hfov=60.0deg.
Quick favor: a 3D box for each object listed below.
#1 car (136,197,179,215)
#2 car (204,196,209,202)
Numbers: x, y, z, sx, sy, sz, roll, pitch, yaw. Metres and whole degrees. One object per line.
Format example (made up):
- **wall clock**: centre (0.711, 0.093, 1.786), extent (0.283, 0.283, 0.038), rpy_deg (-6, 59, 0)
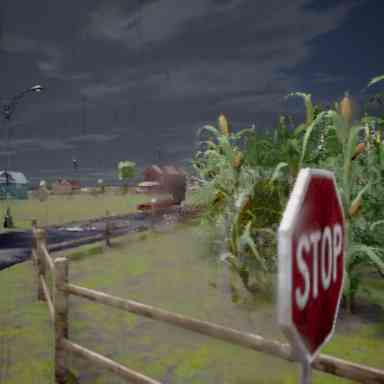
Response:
- **car**: centre (-2.824, 1.152, 28.568), extent (1.895, 1.301, 4.718), rpy_deg (0, 1, 23)
- **car**: centre (2.830, 0.730, 42.126), extent (1.812, 1.442, 4.674), rpy_deg (0, 1, 22)
